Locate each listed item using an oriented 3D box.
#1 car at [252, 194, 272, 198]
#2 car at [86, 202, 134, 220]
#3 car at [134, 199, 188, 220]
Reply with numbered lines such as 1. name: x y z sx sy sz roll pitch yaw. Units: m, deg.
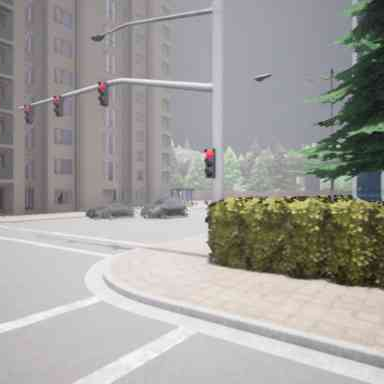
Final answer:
1. car: 8.852 1.312 43.758 2.150 2.045 5.566 0 0 36
2. car: -6.905 1.577 28.351 1.994 1.385 4.181 0 0 36
3. car: -2.345 1.364 28.647 2.097 1.767 4.553 0 0 36
